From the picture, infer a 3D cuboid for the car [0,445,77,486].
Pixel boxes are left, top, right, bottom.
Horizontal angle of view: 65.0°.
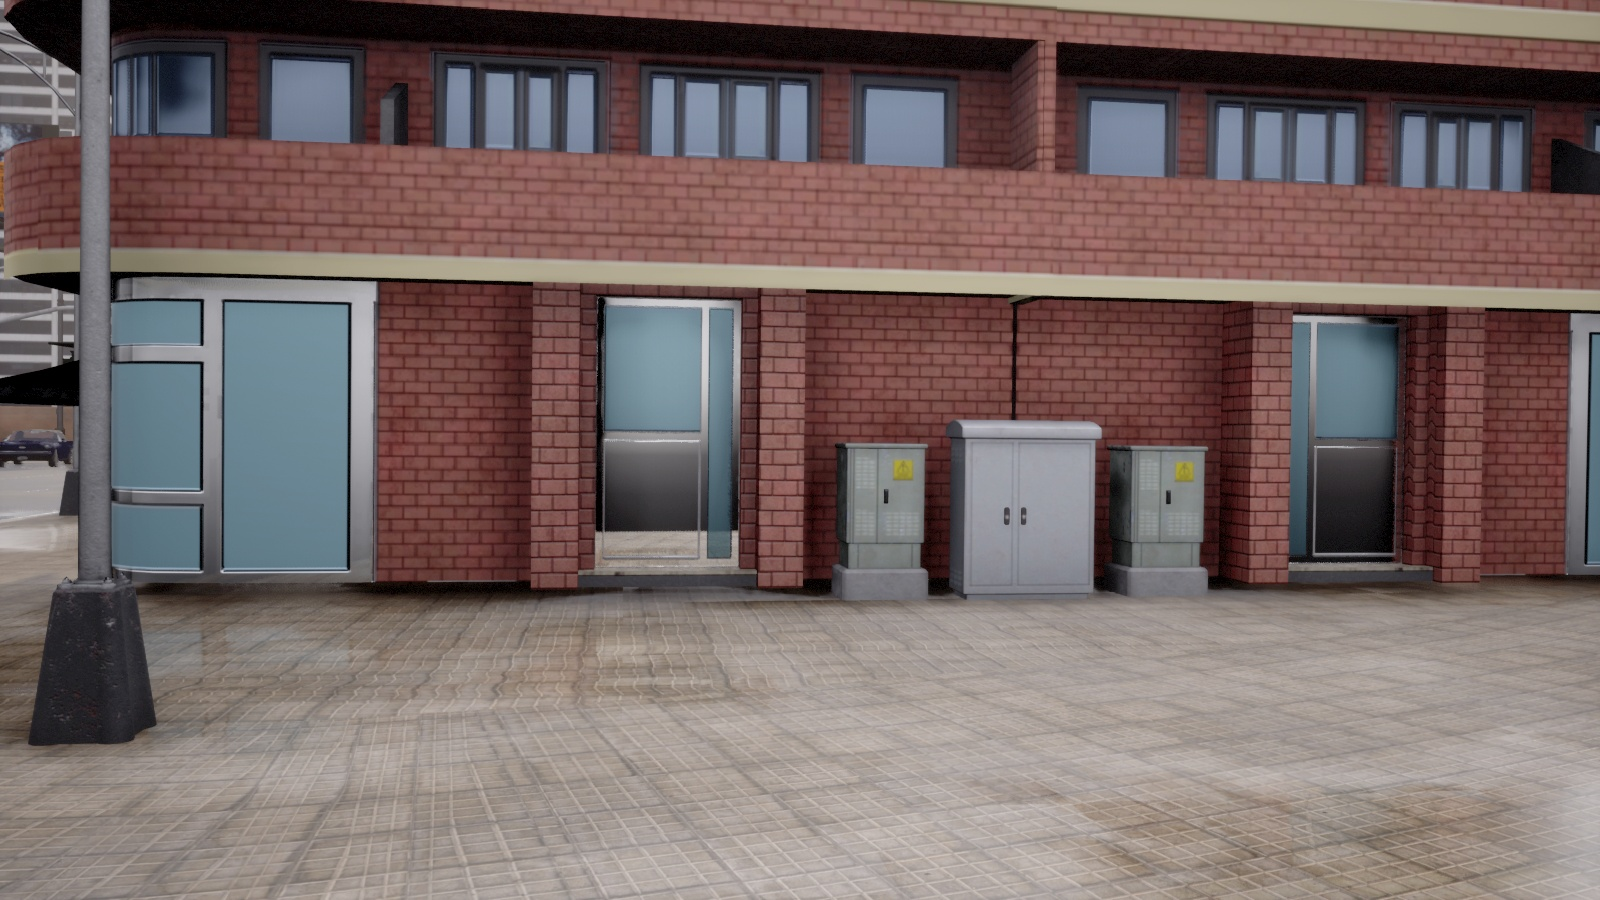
[{"bbox_3d":[-27.303,0.519,44.845,1.895,1.301,4.718,-1,1,-21],"label":"car"}]
